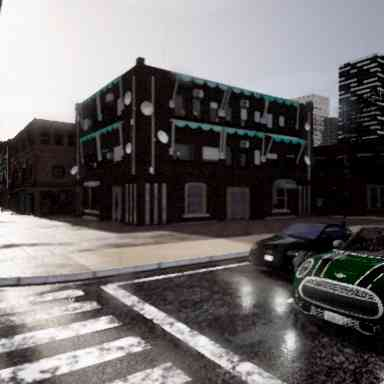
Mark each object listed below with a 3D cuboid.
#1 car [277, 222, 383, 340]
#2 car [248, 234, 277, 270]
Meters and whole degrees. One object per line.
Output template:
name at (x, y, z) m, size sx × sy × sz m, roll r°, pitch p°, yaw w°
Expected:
car at (4.075, 1.421, 6.587) m, size 4.553 × 1.767 × 2.097 m, roll 1°, pitch 0°, yaw -36°
car at (3.741, 1.652, 10.339) m, size 4.181 × 1.385 × 1.994 m, roll 1°, pitch 0°, yaw -35°
